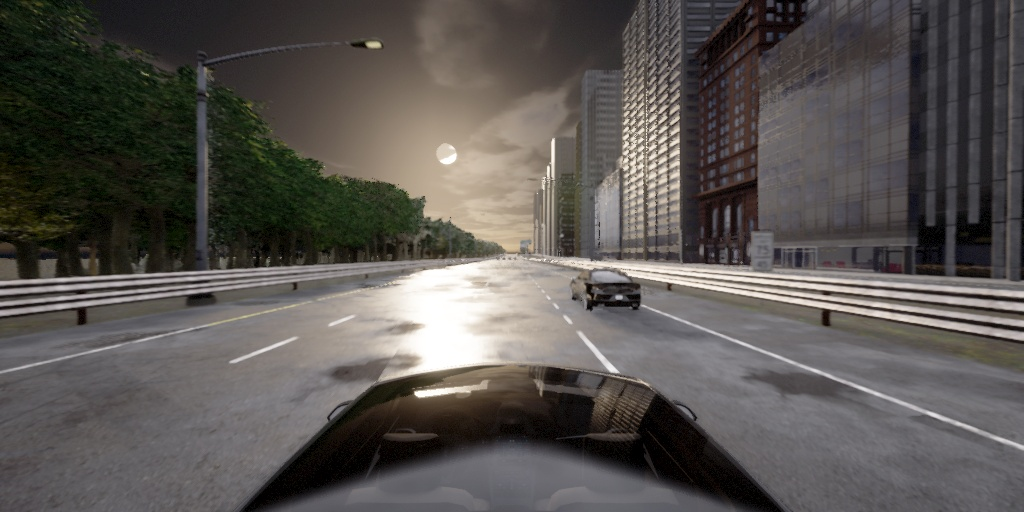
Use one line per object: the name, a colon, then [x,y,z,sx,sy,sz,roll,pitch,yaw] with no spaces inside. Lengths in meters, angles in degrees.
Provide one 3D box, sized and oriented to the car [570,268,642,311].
car: [3.565,1.234,14.460,1.882,1.535,5.008,0,0,0]
